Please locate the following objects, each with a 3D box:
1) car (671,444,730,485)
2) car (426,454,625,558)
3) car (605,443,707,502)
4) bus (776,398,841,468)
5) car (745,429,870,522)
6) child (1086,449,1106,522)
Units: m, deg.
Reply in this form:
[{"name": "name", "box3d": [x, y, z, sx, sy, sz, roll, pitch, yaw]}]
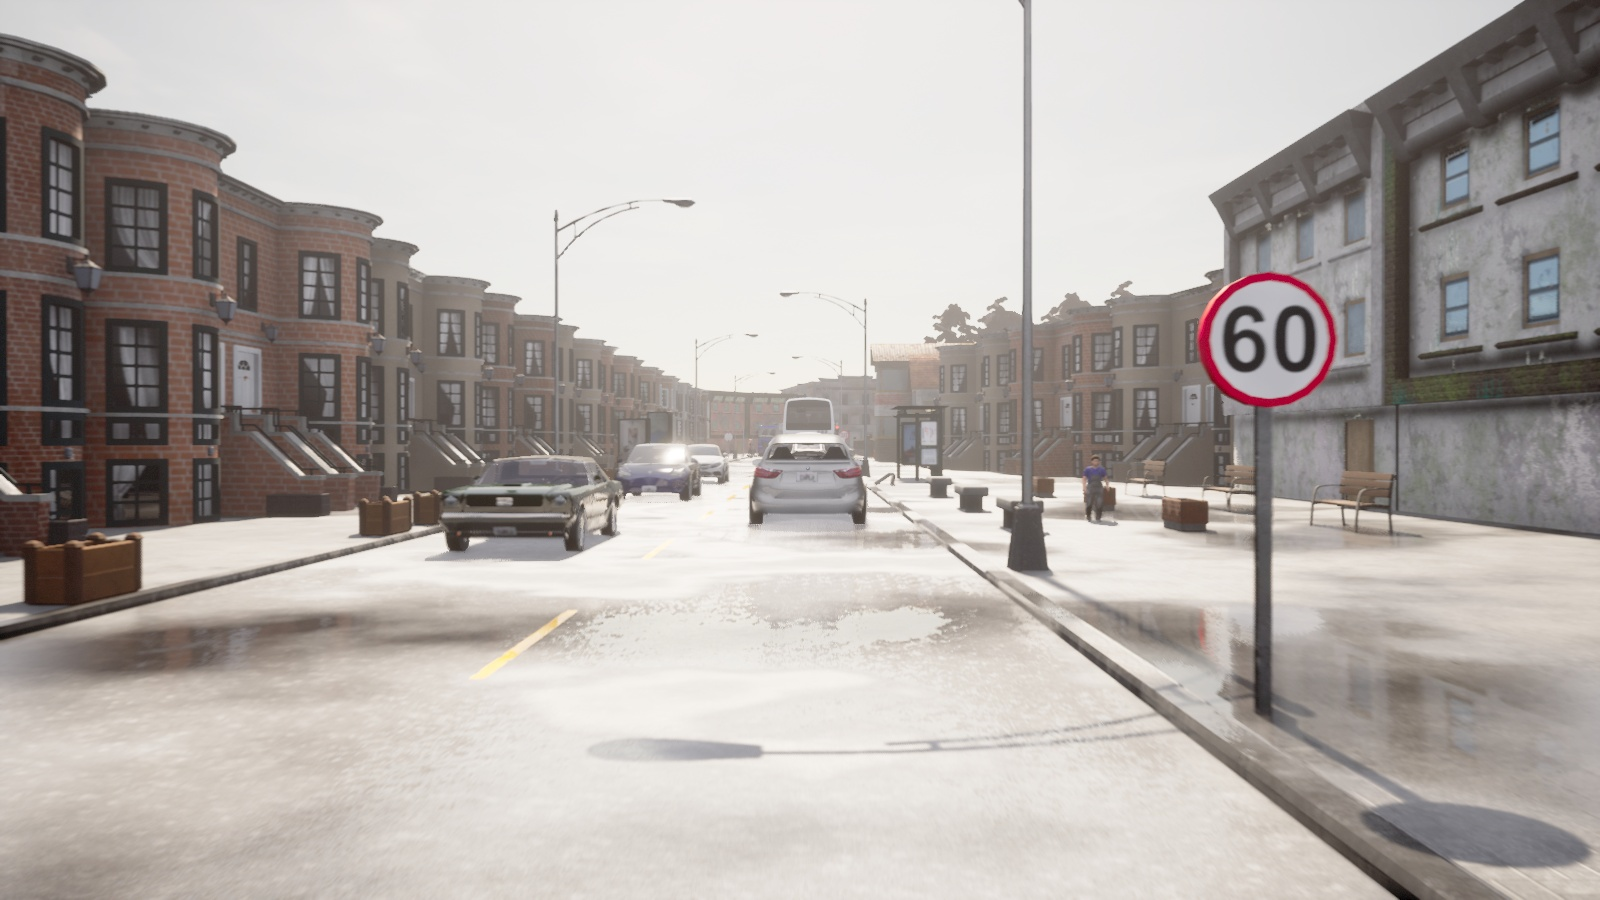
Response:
[{"name": "car", "box3d": [-3.681, 0.503, 47.185, 1.812, 1.442, 4.674, 0, 0, 0]}, {"name": "car", "box3d": [-3.881, 0.739, 18.607, 1.895, 1.301, 4.718, 0, 0, 0]}, {"name": "car", "box3d": [-3.778, 0.553, 33.795, 2.163, 1.488, 4.792, 0, 0, 0]}, {"name": "bus", "box3d": [0.570, -1.089, 81.538, 3.944, 4.253, 10.273, 0, 0, 0]}, {"name": "car", "box3d": [0.157, 0.451, 24.813, 2.242, 1.667, 4.611, 0, 0, 0]}, {"name": "child", "box3d": [5.168, 0.617, 21.940, 0.270, 1.263, 0.437, 0, 0, 5]}]
